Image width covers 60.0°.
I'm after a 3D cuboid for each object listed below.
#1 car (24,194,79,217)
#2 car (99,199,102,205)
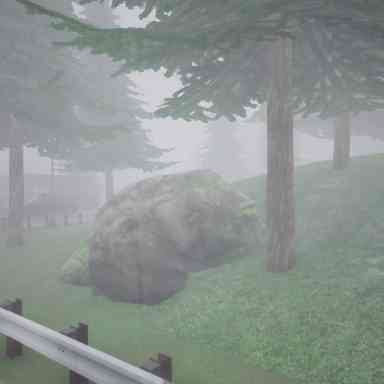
[{"bbox_3d":[-12.271,1.206,28.083,2.150,2.045,5.566,0,0,36],"label":"car"},{"bbox_3d":[-17.858,1.478,58.457,5.008,1.535,1.882,0,0,36],"label":"car"}]
